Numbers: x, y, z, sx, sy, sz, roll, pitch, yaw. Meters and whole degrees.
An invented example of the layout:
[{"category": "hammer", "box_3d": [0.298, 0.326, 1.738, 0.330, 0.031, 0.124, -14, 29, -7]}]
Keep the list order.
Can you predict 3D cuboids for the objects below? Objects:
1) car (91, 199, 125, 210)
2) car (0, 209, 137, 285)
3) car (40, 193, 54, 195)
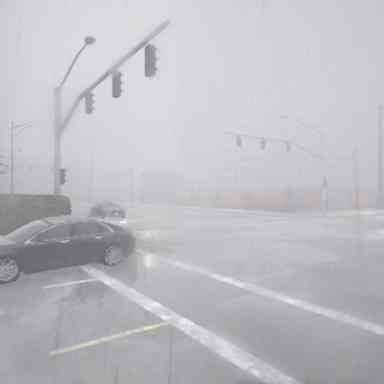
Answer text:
[{"category": "car", "box_3d": [-7.161, 1.562, 28.214, 1.994, 1.385, 4.181, 0, 0, -35]}, {"category": "car", "box_3d": [-3.961, 1.505, 9.674, 4.892, 1.490, 1.837, 0, 3, -41]}, {"category": "car", "box_3d": [-20.382, 1.225, 47.179, 2.150, 2.045, 5.566, 0, 0, -35]}]
